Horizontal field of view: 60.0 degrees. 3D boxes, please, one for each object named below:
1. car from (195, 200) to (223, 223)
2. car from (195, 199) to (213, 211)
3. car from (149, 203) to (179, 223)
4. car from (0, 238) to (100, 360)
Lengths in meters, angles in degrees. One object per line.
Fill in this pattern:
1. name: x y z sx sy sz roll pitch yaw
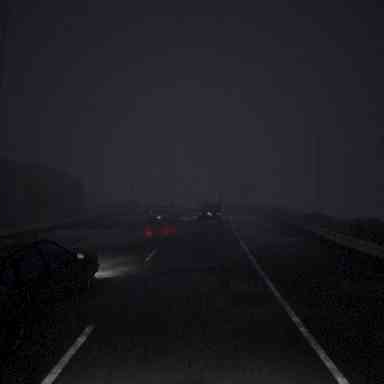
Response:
1. car: 1.375 1.557 25.532 2.033 1.411 5.357 0 0 4
2. car: 1.478 1.617 42.906 1.895 1.301 4.718 0 0 -5
3. car: -2.120 1.532 25.546 1.812 1.442 4.674 0 0 4
4. car: -3.285 1.546 5.908 2.033 1.411 5.357 0 0 1
